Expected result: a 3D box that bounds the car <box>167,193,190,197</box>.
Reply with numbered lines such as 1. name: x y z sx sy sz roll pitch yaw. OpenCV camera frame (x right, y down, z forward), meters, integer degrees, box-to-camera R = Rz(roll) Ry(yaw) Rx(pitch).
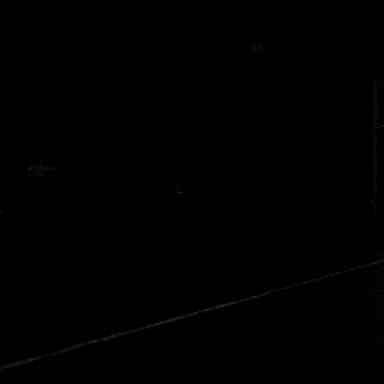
1. car: -1.054 1.204 38.920 2.150 2.045 5.566 0 0 -37
